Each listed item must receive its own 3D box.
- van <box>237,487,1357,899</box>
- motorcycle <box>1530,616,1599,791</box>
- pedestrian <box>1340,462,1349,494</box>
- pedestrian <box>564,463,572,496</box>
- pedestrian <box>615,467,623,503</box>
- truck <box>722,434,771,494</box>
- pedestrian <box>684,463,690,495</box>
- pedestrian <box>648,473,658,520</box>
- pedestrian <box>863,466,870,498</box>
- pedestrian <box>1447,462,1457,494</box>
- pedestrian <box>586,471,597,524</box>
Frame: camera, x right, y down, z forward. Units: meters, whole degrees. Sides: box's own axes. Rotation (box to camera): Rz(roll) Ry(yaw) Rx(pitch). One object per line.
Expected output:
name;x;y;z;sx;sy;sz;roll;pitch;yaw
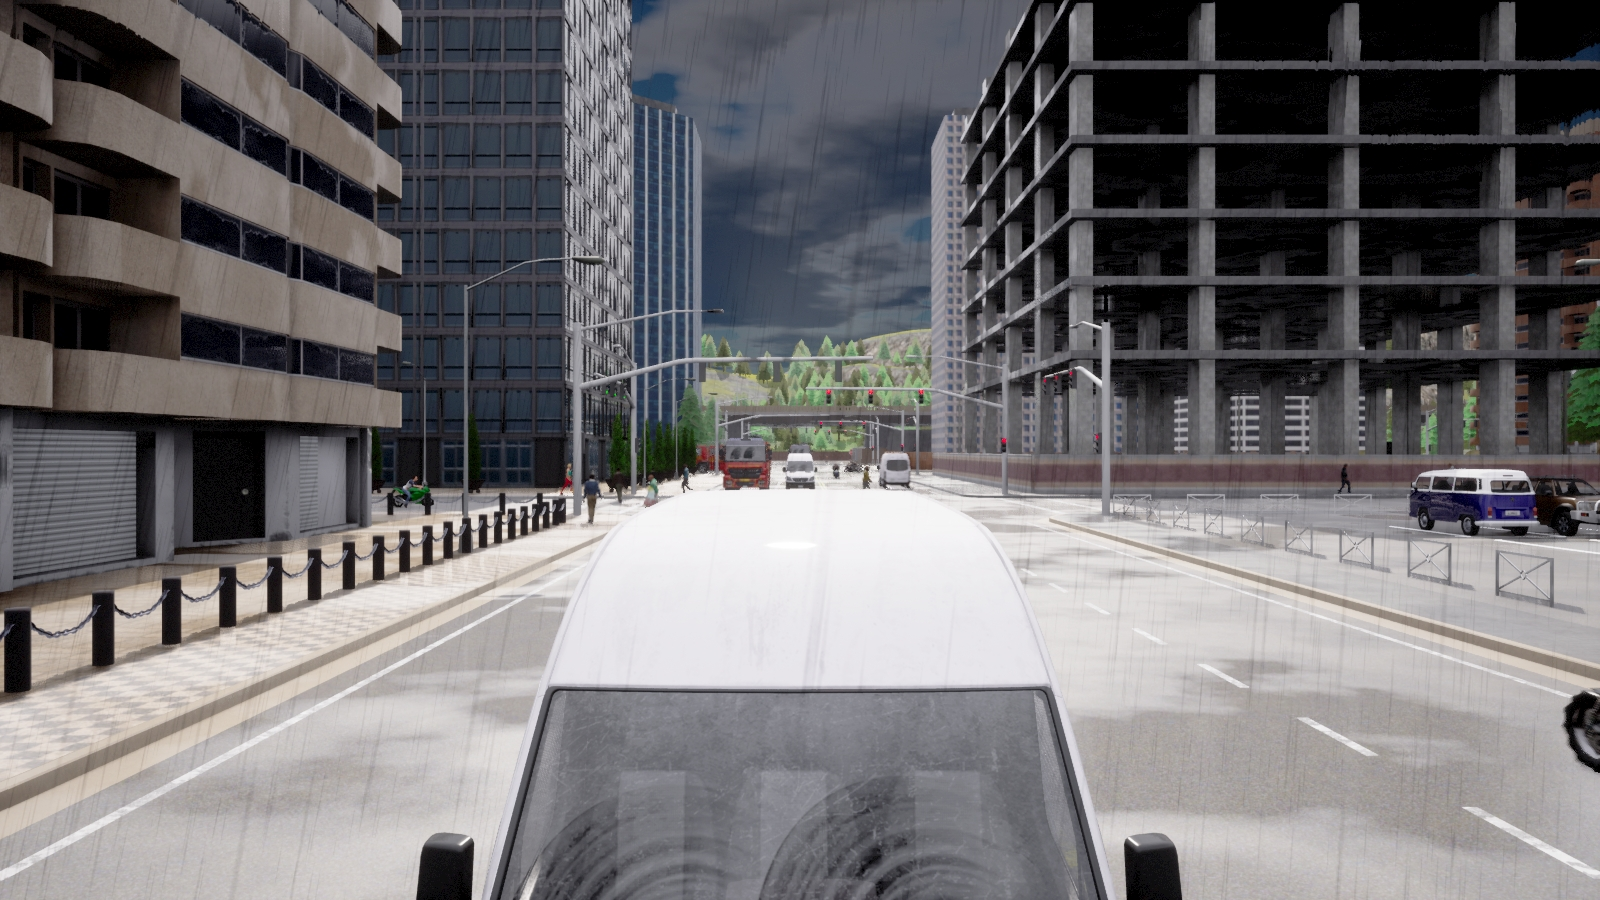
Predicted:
van;-0.002;1.534;4.985;1.988;2.561;5.915;0;0;0
motorcycle;6.976;2.155;9.154;0.764;1.307;2.356;0;0;0
pedestrian;31.753;1.641;66.615;0.375;1.860;0.375;0;0;-1
pedestrian;-13.138;1.641;64.685;0.375;1.860;0.375;0;0;10
pedestrian;-9.329;1.797;58.940;0.375;1.860;0.375;0;0;-16
truck;-3.496;0.891;77.013;2.891;3.827;8.468;0;0;0
pedestrian;-6.618;1.697;66.879;0.375;1.860;0.375;0;0;-6
pedestrian;-5.832;1.848;45.372;0.375;1.860;0.375;0;0;-4
pedestrian;3.871;1.846;66.741;0.375;1.860;0.375;0;0;-3
pedestrian;38.058;1.642;66.705;0.375;1.860;0.375;0;0;2
pedestrian;-7.459;1.697;40.940;0.375;1.860;0.375;0;0;-6
